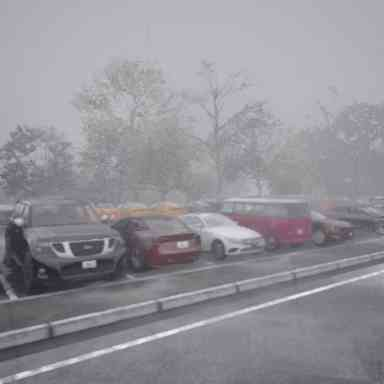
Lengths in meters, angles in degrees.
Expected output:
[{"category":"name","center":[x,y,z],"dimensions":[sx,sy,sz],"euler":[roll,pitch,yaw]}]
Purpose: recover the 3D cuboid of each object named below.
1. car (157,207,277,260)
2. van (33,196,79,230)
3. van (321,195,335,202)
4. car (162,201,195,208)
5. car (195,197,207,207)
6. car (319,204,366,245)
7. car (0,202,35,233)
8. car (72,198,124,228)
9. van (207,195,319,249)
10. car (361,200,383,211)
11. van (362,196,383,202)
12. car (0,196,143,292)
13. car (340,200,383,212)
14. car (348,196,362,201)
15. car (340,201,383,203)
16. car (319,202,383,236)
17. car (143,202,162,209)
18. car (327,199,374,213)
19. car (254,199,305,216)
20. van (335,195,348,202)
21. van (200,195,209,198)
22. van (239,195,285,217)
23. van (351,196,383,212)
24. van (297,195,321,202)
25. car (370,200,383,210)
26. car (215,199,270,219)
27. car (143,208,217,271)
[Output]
[{"category":"car","center":[0.675,1.525,12.735],"dimensions":[2.002,1.452,4.674],"euler":[0,0,-35]},{"category":"van","center":[-9.073,1.255,21.992],"dimensions":[1.878,1.987,4.442],"euler":[0,0,-35]},{"category":"van","center":[13.479,1.365,38.050],"dimensions":[1.878,1.987,4.442],"euler":[1,-1,-35]},{"category":"car","center":[-2.233,1.495,26.713],"dimensions":[2.097,1.535,5.008],"euler":[0,0,-35]},{"category":"car","center":[0.025,1.501,28.319],"dimensions":[2.231,1.521,4.892],"euler":[0,0,-35]},{"category":"car","center":[5.196,1.495,15.959],"dimensions":[2.097,1.535,5.008],"euler":[0,0,-35]},{"category":"car","center":[-11.259,1.477,20.284],"dimensions":[2.231,1.521,4.892],"euler":[0,0,-35]},{"category":"car","center":[-6.731,1.360,23.477],"dimensions":[2.185,1.767,4.553],"euler":[0,0,-35]},{"category":"van","center":[2.870,1.264,14.439],"dimensions":[1.878,1.987,4.442],"euler":[0,0,-35]},{"category":"car","center":[26.976,1.924,47.522],"dimensions":[2.002,1.452,4.674],"euler":[1,-1,-35]},{"category":"van","center":[14.313,1.288,22.301],"dimensions":[1.878,1.987,4.442],"euler":[0,0,-35]},{"category":"car","center":[-3.830,1.224,9.490],"dimensions":[2.435,2.045,5.566],"euler":[0,0,-35]},{"category":"car","center":[22.569,1.828,44.378],"dimensions":[2.002,1.452,4.674],"euler":[1,-1,-35]},{"category":"car","center":[17.974,1.436,41.073],"dimensions":[2.435,2.045,5.566],"euler":[1,-1,-35]},{"category":"car","center":[11.982,1.549,20.787],"dimensions":[2.002,1.452,4.674],"euler":[0,0,-35]},{"category":"car","center":[9.738,1.534,19.150],"dimensions":[2.163,1.488,4.792],"euler":[0,0,-35]},{"category":"car","center":[-4.591,1.490,25.033],"dimensions":[2.097,1.535,5.008],"euler":[0,0,-35]},{"category":"car","center":[20.315,1.738,42.768],"dimensions":[2.097,1.535,5.008],"euler":[1,-1,-35]},{"category":"car","center":[9.043,1.519,34.755],"dimensions":[2.097,1.535,5.008],"euler":[0,0,-35]},{"category":"van","center":[15.633,1.412,39.585],"dimensions":[1.878,1.987,4.442],"euler":[1,-1,-35]},{"category":"van","center":[2.210,1.279,30.026],"dimensions":[1.878,1.987,4.442],"euler":[0,0,-35]},{"category":"van","center":[6.858,1.288,33.049],"dimensions":[1.878,1.987,4.442],"euler":[0,0,-35]},{"category":"van","center":[24.658,1.609,46.011],"dimensions":[1.878,1.987,4.442],"euler":[1,-1,-35]},{"category":"van","center":[11.250,1.313,36.177],"dimensions":[1.878,1.987,4.442],"euler":[1,0,-35]},{"category":"car","center":[29.340,1.936,49.195],"dimensions":[2.097,1.535,5.008],"euler":[1,-1,-35]},{"category":"car","center":[4.642,1.506,31.388],"dimensions":[1.946,1.575,5.366],"euler":[0,0,-35]},{"category":"car","center":[-1.602,1.510,11.148],"dimensions":[2.163,1.488,4.792],"euler":[0,0,-35]}]
